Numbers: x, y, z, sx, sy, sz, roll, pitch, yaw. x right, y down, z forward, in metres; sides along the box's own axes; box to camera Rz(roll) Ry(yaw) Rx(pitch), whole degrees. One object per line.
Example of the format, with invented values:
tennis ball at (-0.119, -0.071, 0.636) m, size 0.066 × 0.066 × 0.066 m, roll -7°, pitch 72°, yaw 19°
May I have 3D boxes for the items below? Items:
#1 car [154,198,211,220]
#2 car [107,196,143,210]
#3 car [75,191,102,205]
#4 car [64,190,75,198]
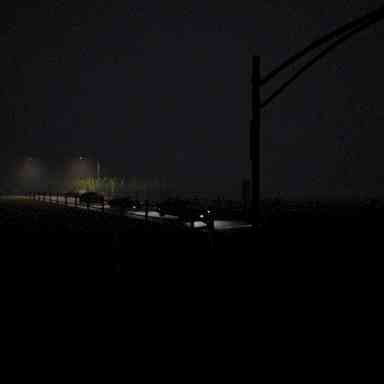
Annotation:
car at (-0.854, 1.180, 24.355) m, size 2.033 × 1.411 × 5.357 m, roll 0°, pitch 1°, yaw -35°
car at (-6.586, 1.052, 32.610) m, size 1.895 × 1.301 × 4.718 m, roll 0°, pitch 1°, yaw -35°
car at (-12.444, 0.744, 41.067) m, size 1.882 × 1.535 × 5.008 m, roll 0°, pitch 1°, yaw -35°
car at (-22.508, 0.356, 62.019) m, size 1.882 × 1.535 × 5.008 m, roll 0°, pitch 1°, yaw -35°
